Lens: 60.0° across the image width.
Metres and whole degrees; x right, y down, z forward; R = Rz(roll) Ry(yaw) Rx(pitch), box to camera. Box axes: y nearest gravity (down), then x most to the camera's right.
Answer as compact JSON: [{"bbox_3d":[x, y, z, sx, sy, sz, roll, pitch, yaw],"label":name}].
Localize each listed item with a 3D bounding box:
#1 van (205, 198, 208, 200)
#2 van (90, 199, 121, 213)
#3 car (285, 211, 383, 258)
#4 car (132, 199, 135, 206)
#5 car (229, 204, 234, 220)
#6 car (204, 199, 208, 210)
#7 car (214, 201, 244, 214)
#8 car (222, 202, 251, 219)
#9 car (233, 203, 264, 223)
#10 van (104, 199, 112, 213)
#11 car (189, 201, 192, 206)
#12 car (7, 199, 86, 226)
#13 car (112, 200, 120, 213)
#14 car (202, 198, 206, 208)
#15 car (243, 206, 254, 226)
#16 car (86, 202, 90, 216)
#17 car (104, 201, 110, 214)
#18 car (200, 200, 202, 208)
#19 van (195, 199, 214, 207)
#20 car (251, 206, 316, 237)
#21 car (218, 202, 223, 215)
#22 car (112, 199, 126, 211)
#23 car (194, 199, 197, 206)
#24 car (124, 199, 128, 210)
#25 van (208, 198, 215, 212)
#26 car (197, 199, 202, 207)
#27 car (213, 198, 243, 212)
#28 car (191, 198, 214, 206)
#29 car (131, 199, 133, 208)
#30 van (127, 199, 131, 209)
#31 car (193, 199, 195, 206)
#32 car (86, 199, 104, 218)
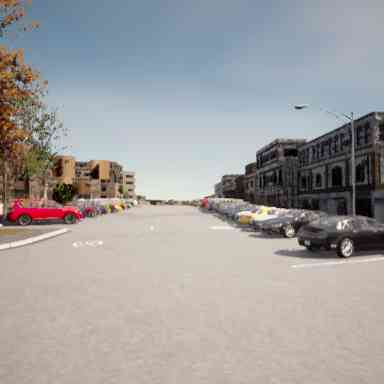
[{"bbox_3d":[4.831,2.068,51.560,4.442,1.987,1.878,1,-1,-23],"label":"van"},{"bbox_3d":[-13.183,2.064,50.660,4.442,1.987,1.878,0,-1,-23],"label":"van"},{"bbox_3d":[6.559,1.699,13.421,4.892,1.521,2.231,1,-1,-23],"label":"car"},{"bbox_3d":[-13.646,2.542,62.467,4.674,1.452,2.002,0,-1,-23],"label":"car"},{"bbox_3d":[5.857,1.961,28.067,4.674,1.452,2.002,1,-1,-23],"label":"car"},{"bbox_3d":[4.857,2.241,48.578,5.008,1.535,2.097,1,-1,-23],"label":"car"},{"bbox_3d":[5.436,2.055,36.859,4.892,1.521,2.231,1,-1,-23],"label":"car"},{"bbox_3d":[5.723,1.966,30.994,4.892,1.521,2.231,1,-1,-23],"label":"car"},{"bbox_3d":[6.164,1.876,25.214,5.366,1.575,1.946,1,-1,-23],"label":"car"},{"bbox_3d":[-12.754,1.917,41.835,4.442,1.987,1.878,0,-1,-23],"label":"van"},{"bbox_3d":[2.841,2.967,86.586,5.366,1.575,1.946,1,-1,-23],"label":"car"},{"bbox_3d":[-11.916,1.665,27.198,5.566,2.045,2.435,0,-1,-23],"label":"car"},{"bbox_3d":[-12.782,2.190,44.823,4.892,1.521,2.231,0,-1,-23],"label":"car"},{"bbox_3d":[4.553,2.215,54.430,4.553,1.767,2.185,1,-1,-23],"label":"car"},{"bbox_3d":[6.140,1.872,22.206,4.674,1.452,2.002,1,-1,-23],"label":"car"},{"bbox_3d":[-12.105,1.991,30.105,4.792,1.488,2.163,0,-1,-23],"label":"car"},{"bbox_3d":[-12.532,2.126,38.929,4.792,1.488,2.163,0,-1,-23],"label":"car"},{"bbox_3d":[4.441,2.435,57.363,4.674,1.452,2.002,1,-1,-23],"label":"car"},{"bbox_3d":[3.056,2.687,83.683,4.442,1.987,1.878,1,-1,-23],"label":"van"},{"bbox_3d":[6.286,1.788,19.277,4.892,1.521,2.231,1,-1,-23],"label":"car"},{"bbox_3d":[5.544,2.039,33.914,4.792,1.488,2.163,1,-1,-23],"label":"car"},{"bbox_3d":[-12.761,2.234,47.837,5.366,1.575,1.946,0,-1,-23],"label":"car"},{"bbox_3d":[3.903,2.677,72.087,5.366,1.575,1.946,1,-2,-23],"label":"car"},{"bbox_3d":[-13.211,2.379,53.640,4.674,1.452,2.002,0,-1,-23],"label":"car"},{"bbox_3d":[4.903,1.964,45.602,4.442,1.987,1.878,1,-1,-23],"label":"van"},{"bbox_3d":[4.326,2.198,60.315,5.566,2.045,2.435,1,-1,-23],"label":"car"},{"bbox_3d":[5.320,1.974,39.799,4.553,1.767,2.185,1,-1,-23],"label":"car"},{"bbox_3d":[2.839,2.784,89.585,5.566,2.045,2.435,1,-2,-23],"label":"car"},{"bbox_3d":[-13.502,2.488,59.526,4.674,1.452,2.002,0,-1,-23],"label":"car"},{"bbox_3d":[-13.255,2.167,56.638,4.442,1.987,1.878,0,-1,-23],"label":"van"},{"bbox_3d":[3.621,2.796,77.940,5.366,1.575,1.946,1,-2,-23],"label":"car"},{"bbox_3d":[-12.338,1.924,36.015,4.553,1.767,2.185,-1,-1,-23],"label":"car"}]
